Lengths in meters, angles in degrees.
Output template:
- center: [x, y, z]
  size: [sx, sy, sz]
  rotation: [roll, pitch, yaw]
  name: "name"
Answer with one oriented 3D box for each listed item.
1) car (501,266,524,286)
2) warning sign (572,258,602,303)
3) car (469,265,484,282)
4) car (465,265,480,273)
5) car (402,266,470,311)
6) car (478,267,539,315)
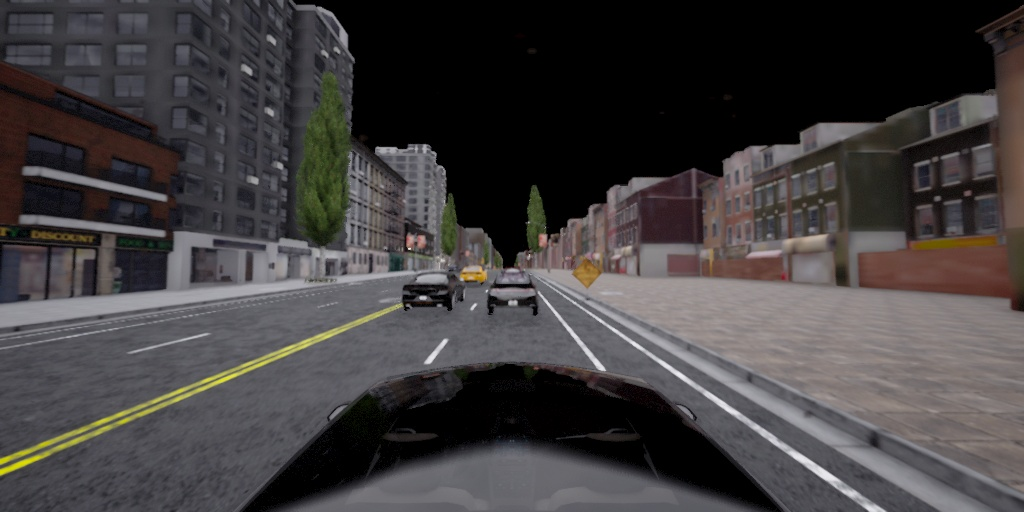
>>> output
- center: [0.060, 1.616, 29.992]
  size: [1.812, 1.442, 4.674]
  rotation: [0, -1, 1]
  name: "car"
- center: [3.231, 1.015, 15.242]
  size: [1.300, 1.860, 1.060]
  rotation: [0, 0, 0]
  name: "warning sign"
- center: [-3.185, 1.575, 30.463]
  size: [1.882, 1.535, 5.008]
  rotation: [0, 0, 1]
  name: "car"
- center: [-6.521, 2.154, 59.594]
  size: [1.895, 1.301, 4.718]
  rotation: [0, -1, 1]
  name: "car"
- center: [-3.191, 1.379, 15.436]
  size: [1.882, 1.535, 5.008]
  rotation: [0, 0, 1]
  name: "car"
- center: [0.050, 1.381, 14.316]
  size: [2.128, 1.511, 4.902]
  rotation: [0, -1, 1]
  name: "car"
